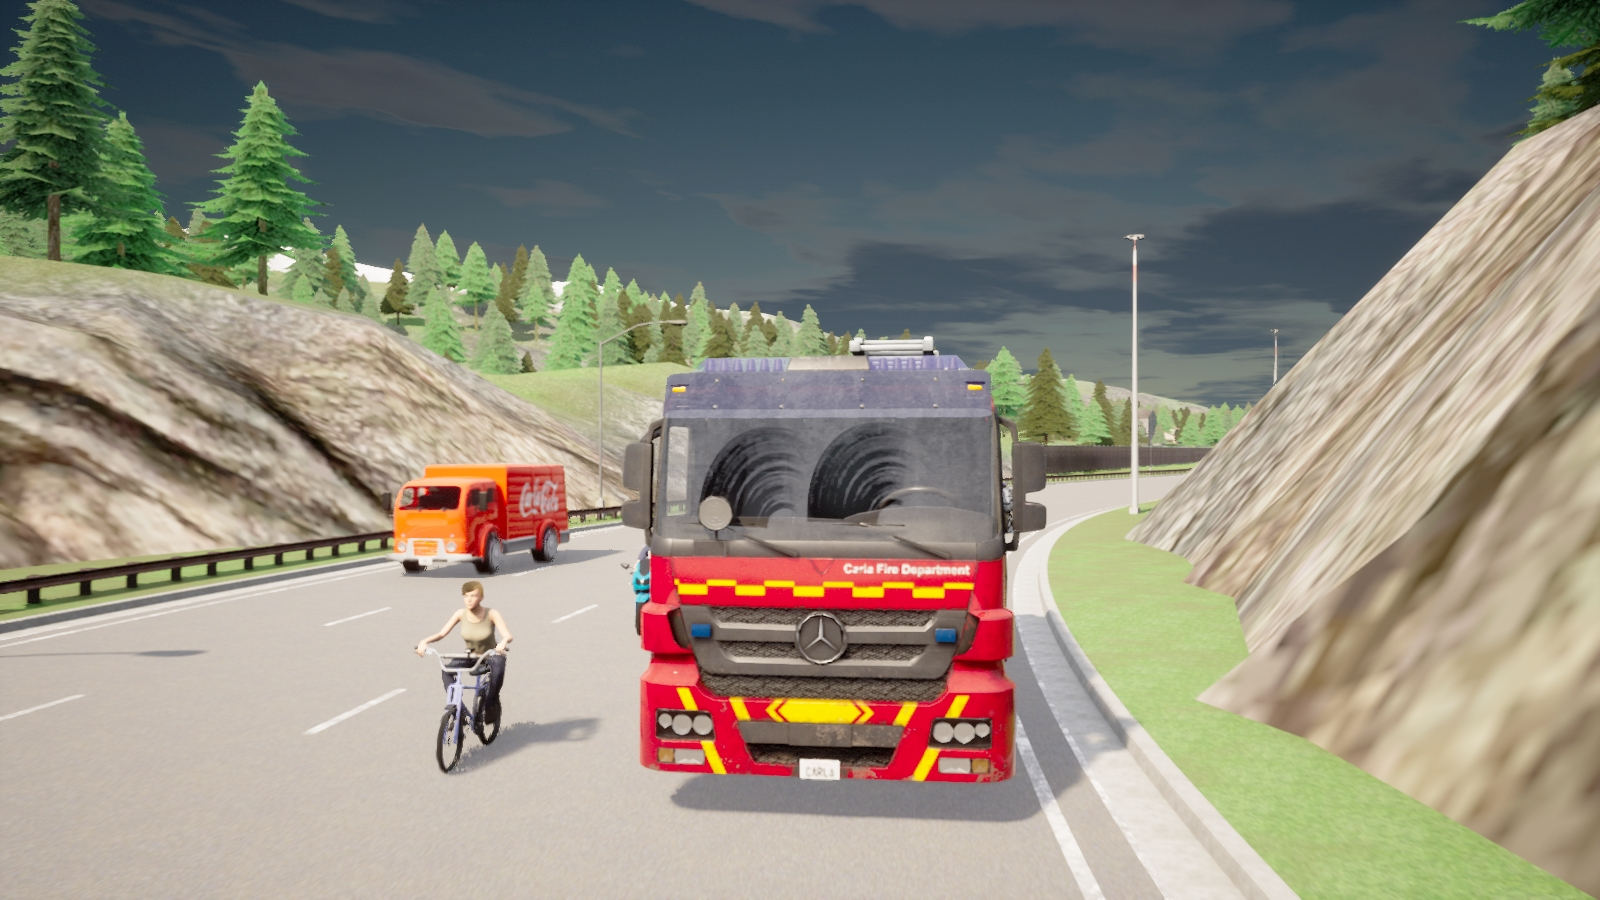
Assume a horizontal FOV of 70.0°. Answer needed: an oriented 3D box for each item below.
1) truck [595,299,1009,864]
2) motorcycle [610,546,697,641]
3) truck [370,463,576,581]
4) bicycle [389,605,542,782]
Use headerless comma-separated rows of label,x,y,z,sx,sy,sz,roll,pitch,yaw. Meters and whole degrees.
truck,0.514,0.891,12.116,2.891,3.827,8.468,0,0,7
motorcycle,-2.232,2.186,17.714,0.803,1.199,2.033,0,0,9
truck,-7.580,1.569,27.182,2.627,2.467,5.204,0,0,11
bicycle,-3.001,2.157,10.409,0.859,1.277,1.487,0,0,5
